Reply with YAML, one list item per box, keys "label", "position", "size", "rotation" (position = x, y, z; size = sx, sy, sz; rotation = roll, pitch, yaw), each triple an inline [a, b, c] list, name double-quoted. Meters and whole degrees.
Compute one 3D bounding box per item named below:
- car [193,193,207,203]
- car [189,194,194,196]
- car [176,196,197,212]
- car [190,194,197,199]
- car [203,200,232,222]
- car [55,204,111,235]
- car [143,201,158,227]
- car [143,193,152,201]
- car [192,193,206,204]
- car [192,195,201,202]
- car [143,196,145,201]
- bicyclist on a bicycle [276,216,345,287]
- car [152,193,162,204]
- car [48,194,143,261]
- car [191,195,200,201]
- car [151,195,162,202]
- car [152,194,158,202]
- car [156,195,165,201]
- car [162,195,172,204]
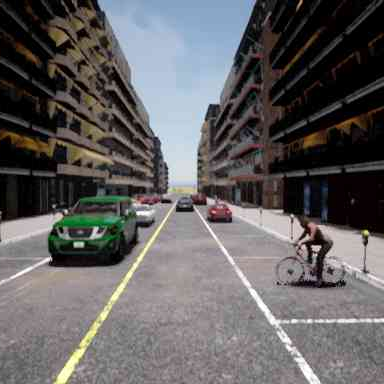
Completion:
- label: "car"
  position: [1.332, 1.185, 53.630]
  size: [2.192, 1.841, 5.009]
  rotation: [-1, 0, -1]
- label: "car"
  position: [-1.107, 1.406, 49.733]
  size: [1.812, 1.442, 4.674]
  rotation: [0, 0, -2]
- label: "car"
  position: [-0.812, 1.475, 37.875]
  size: [1.994, 1.385, 4.181]
  rotation: [0, 0, -1]
- label: "car"
  position: [0.371, 1.311, 93.270]
  size: [1.947, 1.339, 4.313]
  rotation: [-1, 0, -1]
- label: "car"
  position: [2.051, 1.524, 25.319]
  size: [1.802, 1.307, 4.206]
  rotation: [-1, 0, -1]
- label: "car"
  position: [-6.150, 1.502, 19.385]
  size: [1.887, 1.381, 4.507]
  rotation: [-1, 0, -1]
- label: "car"
  position: [-3.617, 1.550, 22.591]
  size: [1.895, 1.301, 4.718]
  rotation: [0, 0, -1]
- label: "car"
  position: [-6.725, 1.216, 42.035]
  size: [2.192, 1.841, 5.009]
  rotation: [-1, 0, -1]
- label: "car"
  position: [1.189, 1.169, 59.293]
  size: [2.192, 1.841, 5.009]
  rotation: [-1, 0, -1]
- label: "car"
  position: [0.907, 1.364, 70.619]
  size: [1.887, 1.381, 4.507]
  rotation: [-1, 0, -1]
- label: "car"
  position: [-6.575, 1.441, 36.202]
  size: [1.752, 1.417, 4.829]
  rotation: [-1, 0, -1]
- label: "bicyclist on a bicycle"
  position: [2.805, 1.409, 7.870]
  size: [1.656, 1.620, 0.582]
  rotation: [0, 0, -1]
- label: "car"
  position: [-7.154, 1.170, 59.022]
  size: [2.192, 1.841, 5.009]
  rotation: [-1, 0, -1]
- label: "car"
  position: [-3.371, 1.196, 12.490]
  size: [2.150, 2.045, 5.566]
  rotation: [0, 0, -1]
- label: "car"
  position: [0.770, 1.367, 76.282]
  size: [1.947, 1.339, 4.313]
  rotation: [-1, 0, -1]
- label: "car"
  position: [-7.436, 1.366, 70.349]
  size: [1.887, 1.381, 4.507]
  rotation: [-1, 0, -1]
- label: "car"
  position: [-7.007, 1.416, 53.362]
  size: [1.887, 1.381, 4.507]
  rotation: [-1, 0, -1]
- label: "car"
  position: [-7.721, 1.350, 81.676]
  size: [1.947, 1.339, 4.313]
  rotation: [-1, 0, -1]
- label: "car"
  position: [-4.530, 1.454, 59.526]
  size: [1.895, 1.301, 4.718]
  rotation: [0, 0, -1]
